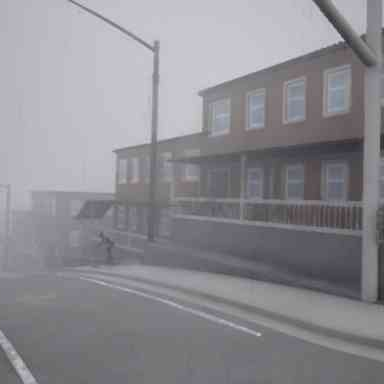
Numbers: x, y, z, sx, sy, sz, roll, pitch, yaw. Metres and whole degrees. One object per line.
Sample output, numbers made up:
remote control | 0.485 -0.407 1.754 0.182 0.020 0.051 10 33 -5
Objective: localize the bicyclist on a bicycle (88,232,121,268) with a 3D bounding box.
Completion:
bicyclist on a bicycle | -4.143 2.729 15.766 1.656 1.620 0.582 2 -9 -38
